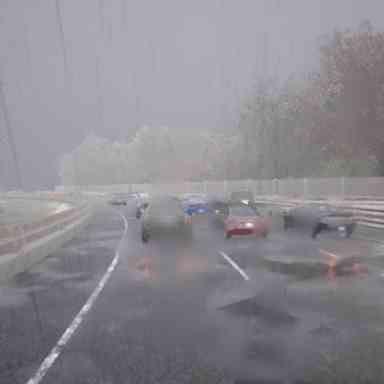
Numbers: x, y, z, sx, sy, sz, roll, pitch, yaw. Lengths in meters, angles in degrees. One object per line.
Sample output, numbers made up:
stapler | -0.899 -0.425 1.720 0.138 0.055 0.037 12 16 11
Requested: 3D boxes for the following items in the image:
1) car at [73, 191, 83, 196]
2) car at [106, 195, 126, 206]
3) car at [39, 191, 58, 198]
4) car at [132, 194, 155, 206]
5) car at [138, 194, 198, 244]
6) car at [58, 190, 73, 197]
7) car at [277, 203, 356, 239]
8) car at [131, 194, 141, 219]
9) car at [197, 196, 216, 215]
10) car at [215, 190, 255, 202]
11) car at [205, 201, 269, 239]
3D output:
car | -28.599 0.461 81.256 4.902 1.511 2.128 0 1 41
car | -9.935 1.063 43.495 1.994 1.385 4.181 -1 1 -25
car | -33.422 0.504 76.183 5.008 1.535 1.882 0 1 41
car | -6.550 0.993 44.505 1.812 1.442 4.674 -1 1 -24
car | -1.253 1.165 15.122 2.097 1.767 4.553 0 1 -9
car | -30.989 0.336 78.698 4.553 1.767 2.097 0 1 41
car | 5.714 1.257 15.891 2.128 1.511 4.902 0 1 -9
car | -3.612 1.194 26.031 1.837 1.490 4.892 -1 1 -15
car | -0.012 1.143 26.128 1.882 1.535 5.008 -1 1 -15
car | 3.266 0.856 27.403 2.150 2.045 5.566 -1 1 -16
car | 2.146 1.345 16.117 1.994 1.385 4.181 0 1 -9
